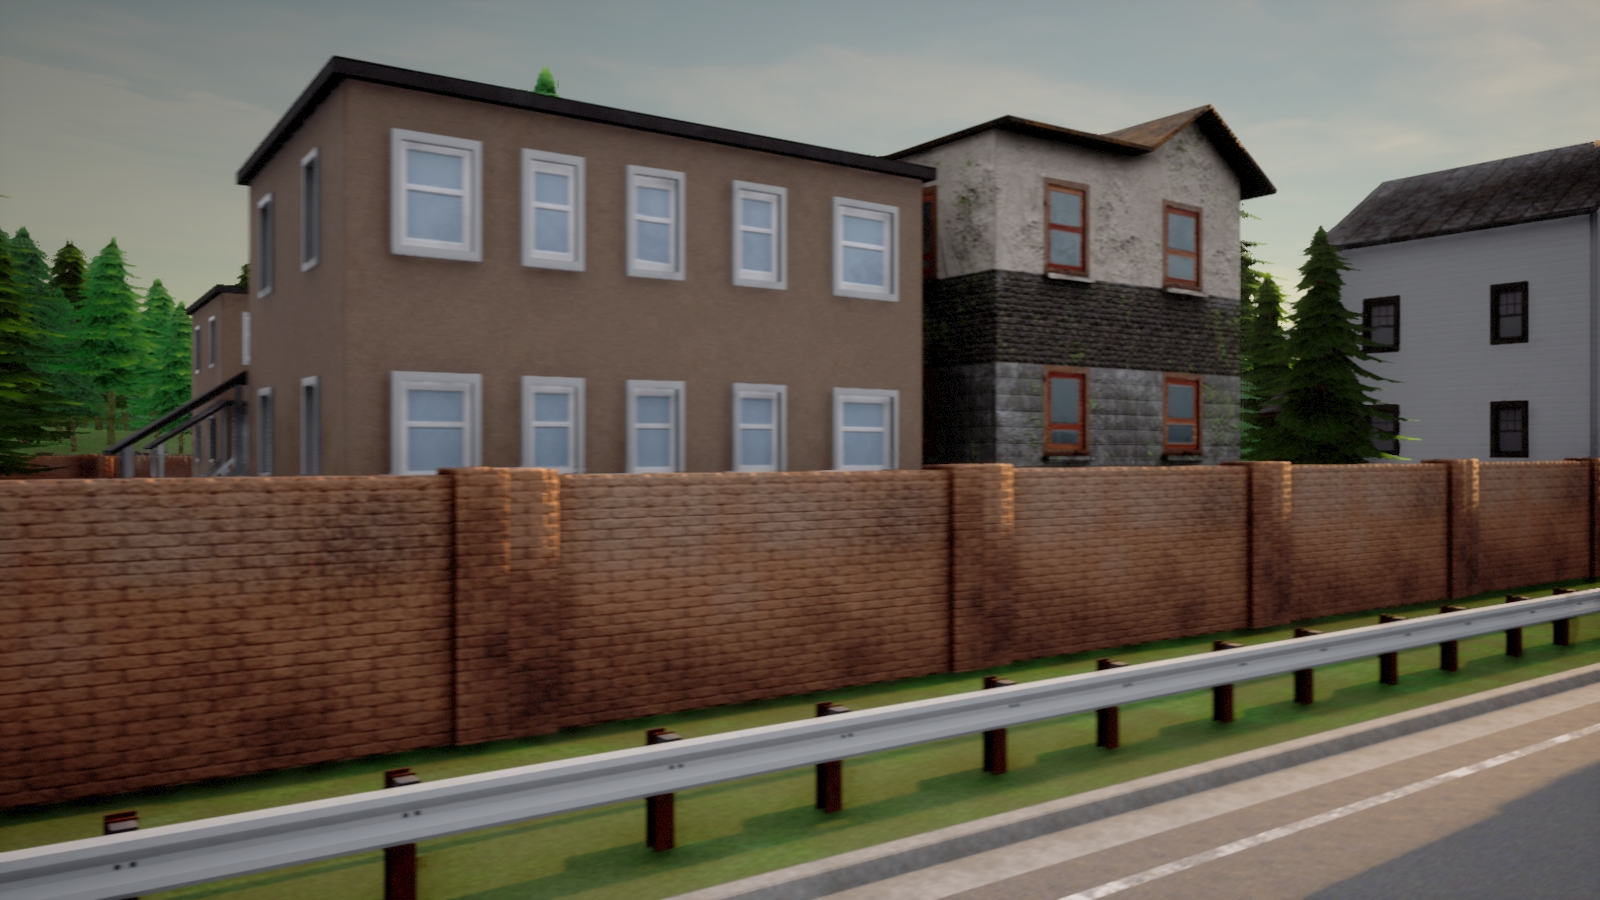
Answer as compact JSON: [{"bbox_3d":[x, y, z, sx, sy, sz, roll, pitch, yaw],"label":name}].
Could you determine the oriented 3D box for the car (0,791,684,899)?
[{"bbox_3d":[-2.328,2.040,2.168,4.514,1.525,2.007,0,0,-35],"label":"car"}]
